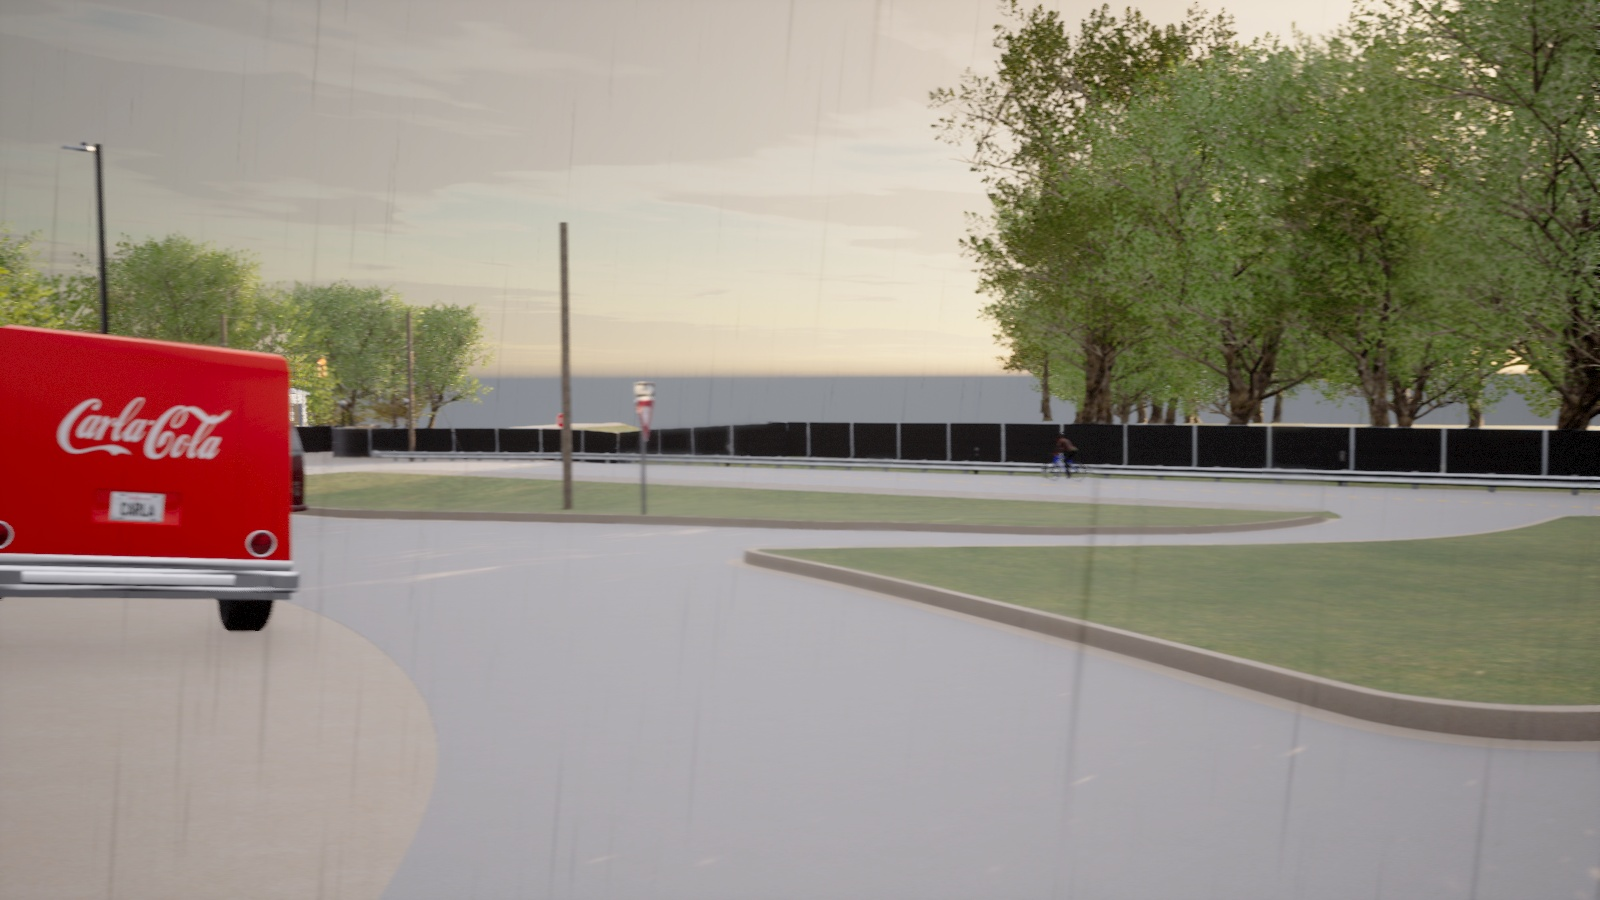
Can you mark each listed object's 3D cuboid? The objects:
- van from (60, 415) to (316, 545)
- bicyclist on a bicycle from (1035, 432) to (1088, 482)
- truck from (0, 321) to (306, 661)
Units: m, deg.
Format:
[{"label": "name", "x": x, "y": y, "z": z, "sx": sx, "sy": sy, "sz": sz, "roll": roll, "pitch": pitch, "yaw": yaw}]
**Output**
[{"label": "van", "x": -10.566, "y": 0.448, "z": 21.598, "sx": 4.442, "sy": 1.987, "sz": 1.775, "roll": 0, "pitch": 3, "yaw": 32}, {"label": "bicyclist on a bicycle", "x": 8.836, "y": 0.224, "z": 42.443, "sx": 1.656, "sy": 1.620, "sz": 0.582, "roll": 0, "pitch": 3, "yaw": 45}, {"label": "truck", "x": -6.652, "y": 0.348, "z": 11.714, "sx": 2.627, "sy": 2.467, "sz": 5.204, "roll": 5, "pitch": -3, "yaw": -33}]
